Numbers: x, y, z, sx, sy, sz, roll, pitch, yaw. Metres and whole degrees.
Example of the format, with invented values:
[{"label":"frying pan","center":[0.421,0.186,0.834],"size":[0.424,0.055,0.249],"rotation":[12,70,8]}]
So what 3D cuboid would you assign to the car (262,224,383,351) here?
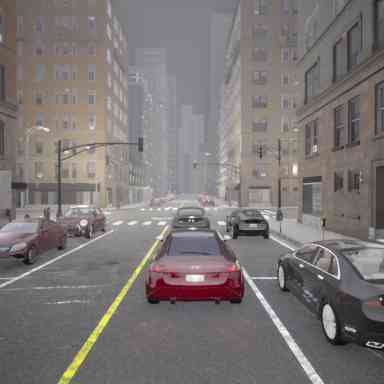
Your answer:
[{"label":"car","center":[2.828,1.551,6.170],"size":[2.008,1.369,4.403],"rotation":[0,0,0]}]

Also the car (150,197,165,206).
[{"label":"car","center":[-5.901,1.618,54.233],"size":[1.802,1.307,4.206],"rotation":[0,0,0]}]

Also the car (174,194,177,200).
[{"label":"car","center":[-6.022,1.457,92.093],"size":[2.192,1.841,5.009],"rotation":[0,0,0]}]

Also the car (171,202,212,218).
[{"label":"car","center":[-0.046,1.506,17.081],"size":[1.837,1.490,4.892],"rotation":[0,0,0]}]

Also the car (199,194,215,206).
[{"label":"car","center":[2.623,1.476,54.263],"size":[1.967,1.590,4.097],"rotation":[0,0,0]}]

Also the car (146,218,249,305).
[{"label":"car","center":[0.042,1.564,8.168],"size":[1.994,1.385,4.181],"rotation":[0,0,-1]}]

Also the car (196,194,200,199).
[{"label":"car","center":[2.555,1.524,75.898],"size":[1.967,1.590,4.097],"rotation":[0,0,0]}]

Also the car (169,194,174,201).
[{"label":"car","center":[-5.986,1.626,81.106],"size":[1.752,1.417,4.829],"rotation":[0,0,0]}]

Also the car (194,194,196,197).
[{"label":"car","center":[2.502,1.457,92.126],"size":[2.192,1.841,5.009],"rotation":[0,0,0]}]

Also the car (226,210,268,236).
[{"label":"car","center":[2.774,1.567,17.173],"size":[1.947,1.339,4.313],"rotation":[0,0,0]}]

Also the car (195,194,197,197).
[{"label":"car","center":[2.520,1.561,86.716],"size":[1.967,1.590,4.097],"rotation":[0,0,0]}]

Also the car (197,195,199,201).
[{"label":"car","center":[2.590,1.607,65.080],"size":[2.008,1.369,4.403],"rotation":[0,0,0]}]

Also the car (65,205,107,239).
[{"label":"car","center":[-5.752,1.441,17.131],"size":[1.967,1.590,4.097],"rotation":[0,0,0]}]

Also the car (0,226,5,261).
[{"label":"car","center":[-5.697,1.566,6.128],"size":[1.947,1.339,4.313],"rotation":[0,0,0]}]

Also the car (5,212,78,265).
[{"label":"car","center":[-5.724,1.582,11.629],"size":[1.802,1.307,4.206],"rotation":[0,0,0]}]

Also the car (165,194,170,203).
[{"label":"car","center":[-5.935,1.607,65.050],"size":[2.008,1.369,4.403],"rotation":[0,0,0]}]
